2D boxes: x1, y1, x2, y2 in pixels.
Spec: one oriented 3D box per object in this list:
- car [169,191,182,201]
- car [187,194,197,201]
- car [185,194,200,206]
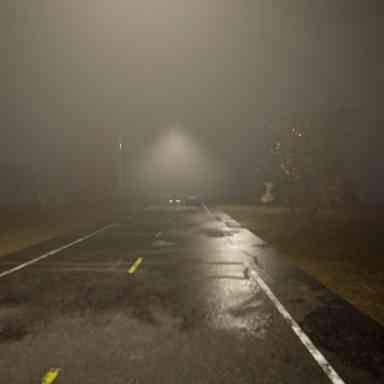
[{"bbox_3d":[-3.575,1.005,69.682,1.837,1.490,4.892,0,1,0],"label":"car"},{"bbox_3d":[0.040,1.132,66.901,1.895,1.301,4.718,0,1,0],"label":"car"},{"bbox_3d":[0.081,1.280,47.060,1.994,1.385,4.181,0,1,0],"label":"car"}]
